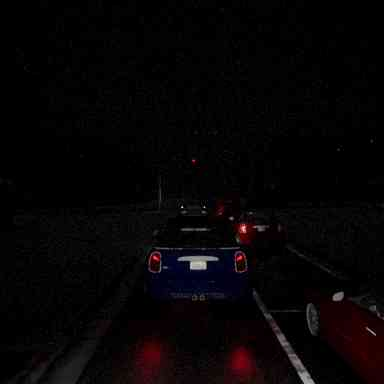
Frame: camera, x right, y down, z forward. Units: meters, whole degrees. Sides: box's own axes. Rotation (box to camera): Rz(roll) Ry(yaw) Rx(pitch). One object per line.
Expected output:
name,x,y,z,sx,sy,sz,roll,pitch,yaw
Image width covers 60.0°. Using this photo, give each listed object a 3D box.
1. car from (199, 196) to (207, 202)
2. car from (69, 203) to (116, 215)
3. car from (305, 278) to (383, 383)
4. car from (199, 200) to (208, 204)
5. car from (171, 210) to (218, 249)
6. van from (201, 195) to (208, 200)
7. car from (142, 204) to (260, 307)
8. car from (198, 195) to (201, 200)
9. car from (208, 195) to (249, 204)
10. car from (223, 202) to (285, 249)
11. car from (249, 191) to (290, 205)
car,2.676,1.662,84.081,1.887,1.381,4.507,-1,0,0
car,-10.992,1.895,37.021,4.718,1.301,1.895,-2,1,0
car,2.631,1.581,3.672,1.802,1.307,4.206,-1,0,0
car,0.117,1.572,25.574,1.994,1.385,4.181,0,0,-1
car,0.103,1.602,15.562,1.895,1.301,4.718,0,0,0
van,2.655,1.381,51.644,1.690,1.788,3.998,-1,0,0
car,0.075,1.351,8.163,2.097,1.767,4.553,0,0,-1
car,2.658,1.365,57.050,2.192,1.841,5.009,-1,0,0
car,2.640,1.323,25.282,2.192,1.841,5.009,-1,0,0
car,2.636,1.441,14.477,1.967,1.590,4.097,-1,0,0
car,8.962,0.959,40.253,5.566,2.045,2.150,-1,1,4
